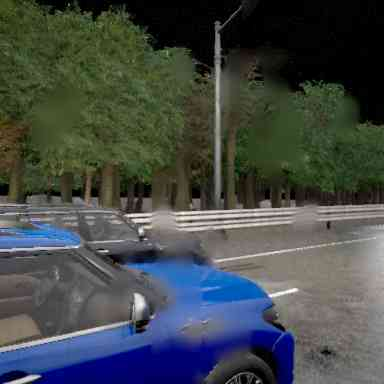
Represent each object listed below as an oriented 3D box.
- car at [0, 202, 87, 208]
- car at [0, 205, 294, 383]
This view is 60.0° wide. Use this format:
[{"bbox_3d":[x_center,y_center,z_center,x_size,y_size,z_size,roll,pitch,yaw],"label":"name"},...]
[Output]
[{"bbox_3d":[-2.233,1.221,6.410,5.566,2.045,2.150,0,0,-35],"label":"car"},{"bbox_3d":[-1.647,1.221,2.542,5.566,2.045,2.150,0,0,-35],"label":"car"}]
